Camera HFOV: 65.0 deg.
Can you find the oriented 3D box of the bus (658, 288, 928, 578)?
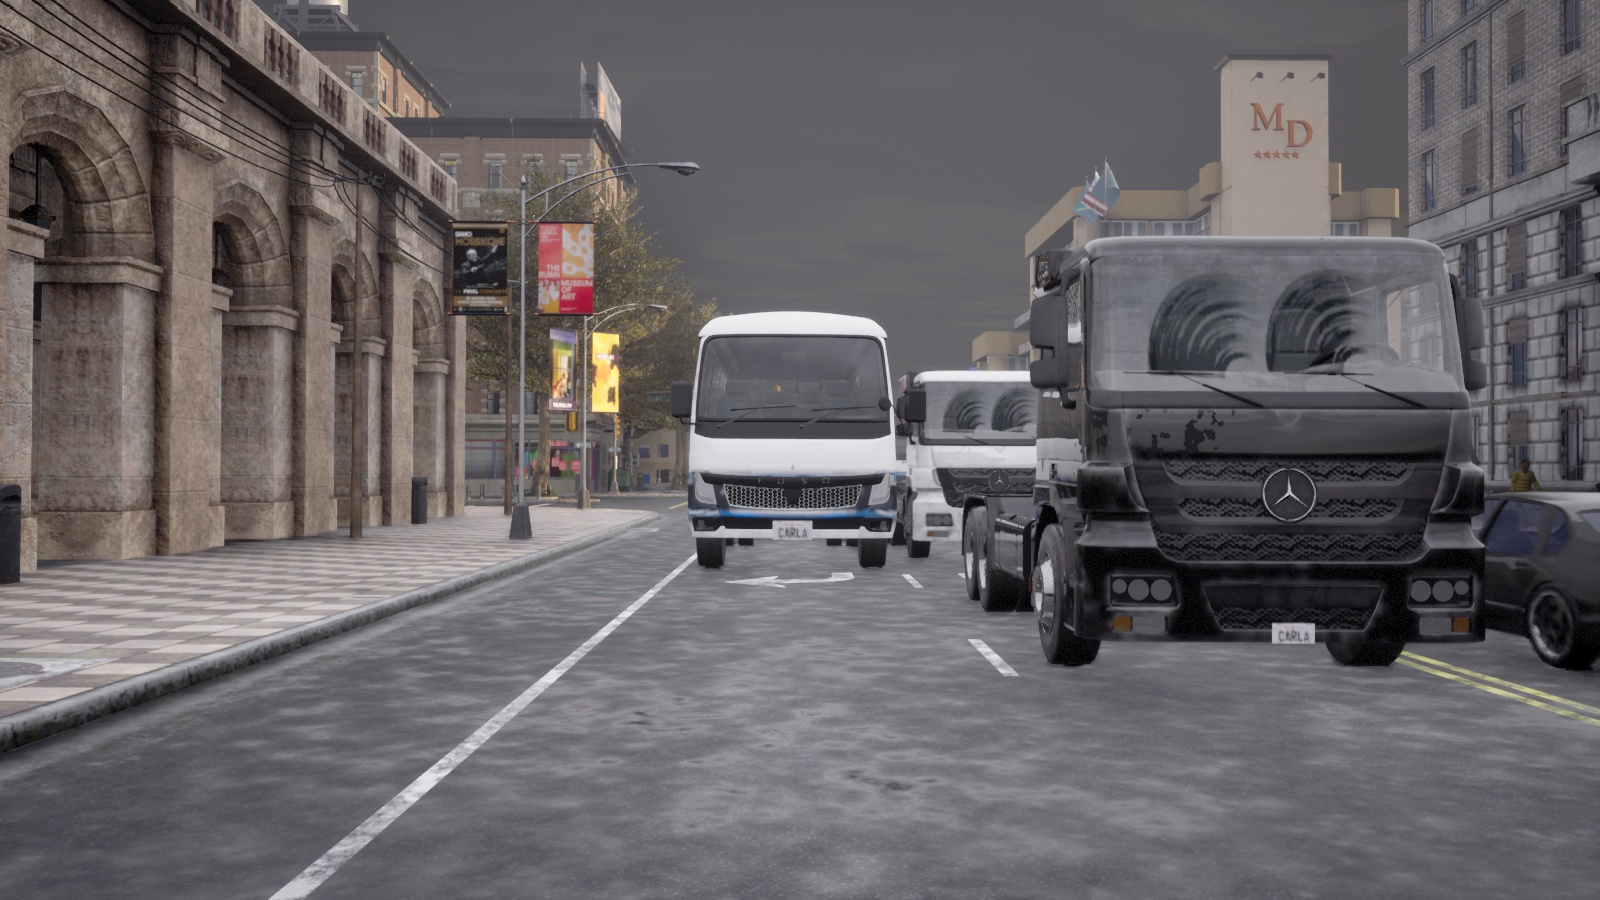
[{"bbox_3d":[-0.167,-0.170,23.536,3.944,4.253,10.273,0,-1,-1],"label":"bus"}]

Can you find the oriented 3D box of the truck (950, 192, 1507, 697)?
[{"bbox_3d":[3.411,0.028,12.598,2.891,3.462,7.936,0,-1,0],"label":"truck"}]

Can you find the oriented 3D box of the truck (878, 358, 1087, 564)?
[{"bbox_3d":[3.321,0.235,25.069,2.891,3.462,7.936,0,-1,-1],"label":"truck"}]

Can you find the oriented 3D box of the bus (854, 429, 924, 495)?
[{"bbox_3d":[6.042,0.870,87.103,3.944,4.253,10.273,0,-1,-1],"label":"bus"}]

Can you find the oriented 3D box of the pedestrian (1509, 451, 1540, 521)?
[{"bbox_3d":[19.299,0.954,33.453,0.431,1.840,0.709,0,-1,3],"label":"pedestrian"}]

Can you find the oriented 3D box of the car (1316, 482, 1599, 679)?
[{"bbox_3d":[6.918,1.028,11.556,2.033,1.411,5.357,0,-1,-1],"label":"car"}]
